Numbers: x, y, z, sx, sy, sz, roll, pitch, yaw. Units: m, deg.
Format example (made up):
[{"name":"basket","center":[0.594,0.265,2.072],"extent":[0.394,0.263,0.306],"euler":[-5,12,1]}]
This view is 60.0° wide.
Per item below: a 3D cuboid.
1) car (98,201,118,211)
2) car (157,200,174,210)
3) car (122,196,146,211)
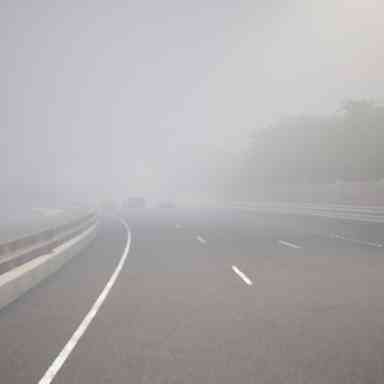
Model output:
[{"name":"car","center":[-12.279,1.972,48.284],"extent":[1.882,1.535,5.008],"euler":[0,0,-31]},{"name":"car","center":[-4.033,1.892,50.014],"extent":[1.882,1.535,5.008],"euler":[-1,0,-17]},{"name":"car","center":[-8.554,1.678,48.793],"extent":[2.150,2.045,5.566],"euler":[0,0,-28]}]
